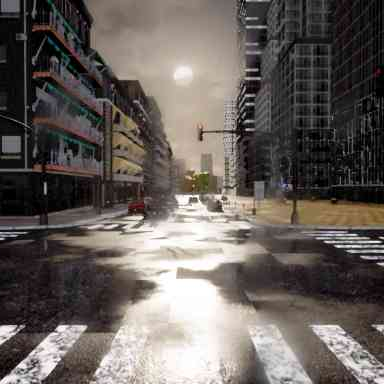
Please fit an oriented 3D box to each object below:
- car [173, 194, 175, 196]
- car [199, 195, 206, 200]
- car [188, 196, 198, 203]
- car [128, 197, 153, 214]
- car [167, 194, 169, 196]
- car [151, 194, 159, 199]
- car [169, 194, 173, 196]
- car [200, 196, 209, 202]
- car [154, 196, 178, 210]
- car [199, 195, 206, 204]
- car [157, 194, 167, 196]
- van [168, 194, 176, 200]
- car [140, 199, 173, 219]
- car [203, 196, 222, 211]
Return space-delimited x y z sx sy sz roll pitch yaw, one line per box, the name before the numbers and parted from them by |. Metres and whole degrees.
car | -5.512 1.322 86.141 2.192 1.841 5.009 -1 0 0
car | 2.851 1.534 91.999 1.752 1.417 4.829 -1 0 0
car | 0.256 1.565 69.770 1.994 1.385 4.181 0 0 0
car | -5.623 1.540 35.301 1.887 1.381 4.507 -1 0 0
car | -5.573 1.439 57.896 1.967 1.590 4.097 -1 0 0
car | -5.612 1.436 40.949 1.967 1.590 4.097 -1 0 0
car | -5.546 1.583 69.194 1.802 1.307 4.206 -1 0 0
car | 2.814 1.548 74.882 1.887 1.381 4.507 -1 0 0
car | -3.008 1.500 38.983 1.837 1.490 4.892 0 0 0
car | 2.788 1.551 63.584 2.008 1.369 4.403 -1 0 0
car | -5.588 1.312 52.248 2.192 1.841 5.009 -1 0 0
van | -5.499 1.350 91.789 1.690 1.788 3.998 -1 0 0
car | -3.035 1.560 29.073 1.994 1.385 4.181 0 0 0
car | 2.737 1.540 40.988 1.887 1.381 4.507 -1 0 0
